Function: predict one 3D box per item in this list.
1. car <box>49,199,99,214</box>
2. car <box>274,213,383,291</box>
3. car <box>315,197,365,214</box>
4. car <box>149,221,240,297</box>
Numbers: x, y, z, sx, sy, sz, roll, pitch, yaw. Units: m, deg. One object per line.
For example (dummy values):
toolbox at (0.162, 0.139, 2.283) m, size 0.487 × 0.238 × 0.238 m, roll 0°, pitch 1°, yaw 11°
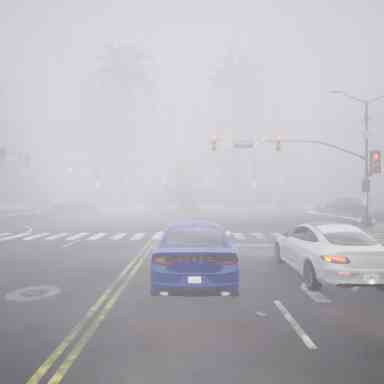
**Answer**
car at (-12.049, 1.505, 34.156) m, size 4.892 × 1.490 × 1.837 m, roll 0°, pitch 0°, yaw 0°
car at (3.563, 1.526, 8.901) m, size 1.812 × 1.442 × 4.674 m, roll 0°, pitch 0°, yaw 0°
car at (15.067, 1.351, 34.130) m, size 4.553 × 1.767 × 2.097 m, roll 0°, pitch 0°, yaw 0°
car at (0.062, 1.478, 8.650) m, size 1.882 × 1.535 × 5.008 m, roll 0°, pitch 0°, yaw 0°
